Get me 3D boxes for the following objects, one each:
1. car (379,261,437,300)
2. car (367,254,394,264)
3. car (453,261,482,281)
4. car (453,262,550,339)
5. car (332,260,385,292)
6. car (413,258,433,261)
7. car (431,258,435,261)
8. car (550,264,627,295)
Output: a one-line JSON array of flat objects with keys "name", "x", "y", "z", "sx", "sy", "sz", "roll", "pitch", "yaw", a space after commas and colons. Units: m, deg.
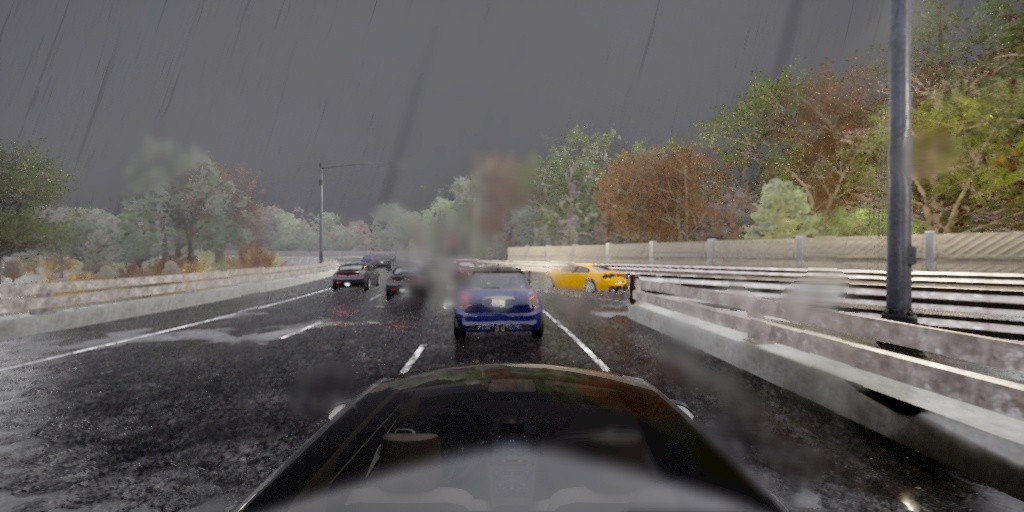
[{"name": "car", "x": -4.803, "y": 1.195, "z": 17.311, "sx": 1.837, "sy": 1.490, "sz": 4.892, "roll": 0, "pitch": 0, "yaw": -8}, {"name": "car", "x": -16.096, "y": 0.819, "z": 43.793, "sx": 2.150, "sy": 2.045, "sz": 5.566, "roll": 0, "pitch": 0, "yaw": -24}, {"name": "car", "x": -3.704, "y": 1.176, "z": 29.297, "sx": 1.812, "sy": 1.442, "sz": 4.674, "roll": 0, "pitch": 0, "yaw": -14}, {"name": "car", "x": -0.453, "y": 1.072, "z": 10.169, "sx": 2.097, "sy": 1.767, "sz": 4.553, "roll": 0, "pitch": 0, "yaw": -5}, {"name": "car", "x": -8.960, "y": 1.185, "z": 20.915, "sx": 1.837, "sy": 1.490, "sz": 4.892, "roll": 0, "pitch": 0, "yaw": -10}, {"name": "car", "x": -10.192, "y": 1.165, "z": 38.572, "sx": 2.033, "sy": 1.411, "sz": 5.357, "roll": 0, "pitch": 0, "yaw": -20}, {"name": "car", "x": -12.159, "y": 1.075, "z": 51.660, "sx": 1.837, "sy": 1.490, "sz": 4.892, "roll": 0, "pitch": 0, "yaw": -27}, {"name": "car", "x": 3.896, "y": 1.163, "z": 19.731, "sx": 1.882, "sy": 1.535, "sz": 5.008, "roll": 0, "pitch": 0, "yaw": -34}]
